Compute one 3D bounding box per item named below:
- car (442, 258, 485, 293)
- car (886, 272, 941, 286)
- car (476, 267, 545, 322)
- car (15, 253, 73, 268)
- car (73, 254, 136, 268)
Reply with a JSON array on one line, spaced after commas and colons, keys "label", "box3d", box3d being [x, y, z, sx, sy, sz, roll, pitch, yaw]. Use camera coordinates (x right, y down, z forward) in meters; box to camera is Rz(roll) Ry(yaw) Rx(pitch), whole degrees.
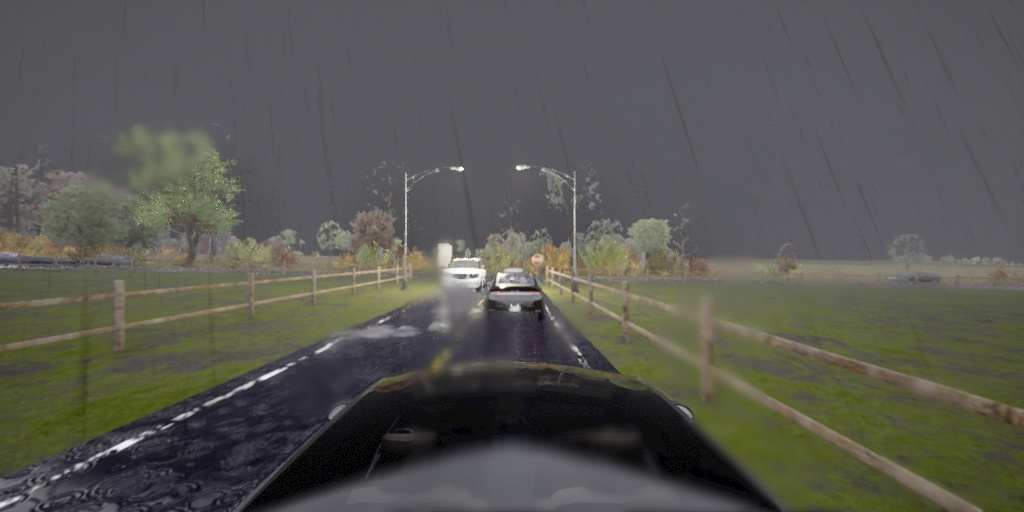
[{"label": "car", "box3d": [-2.809, 1.125, 22.236, 2.150, 2.045, 5.566, 0, -1, 0]}, {"label": "car", "box3d": [45.162, 2.502, 40.369, 4.902, 1.511, 2.128, 1, 0, 1]}, {"label": "car", "box3d": [0.100, 1.320, 12.717, 2.128, 1.511, 4.902, 0, -1, 0]}, {"label": "car", "box3d": [-48.230, 0.619, 37.645, 4.718, 1.301, 1.895, 1, 0, 1]}, {"label": "car", "box3d": [-45.500, 0.554, 40.461, 4.902, 1.511, 2.128, 1, 0, 1]}]
